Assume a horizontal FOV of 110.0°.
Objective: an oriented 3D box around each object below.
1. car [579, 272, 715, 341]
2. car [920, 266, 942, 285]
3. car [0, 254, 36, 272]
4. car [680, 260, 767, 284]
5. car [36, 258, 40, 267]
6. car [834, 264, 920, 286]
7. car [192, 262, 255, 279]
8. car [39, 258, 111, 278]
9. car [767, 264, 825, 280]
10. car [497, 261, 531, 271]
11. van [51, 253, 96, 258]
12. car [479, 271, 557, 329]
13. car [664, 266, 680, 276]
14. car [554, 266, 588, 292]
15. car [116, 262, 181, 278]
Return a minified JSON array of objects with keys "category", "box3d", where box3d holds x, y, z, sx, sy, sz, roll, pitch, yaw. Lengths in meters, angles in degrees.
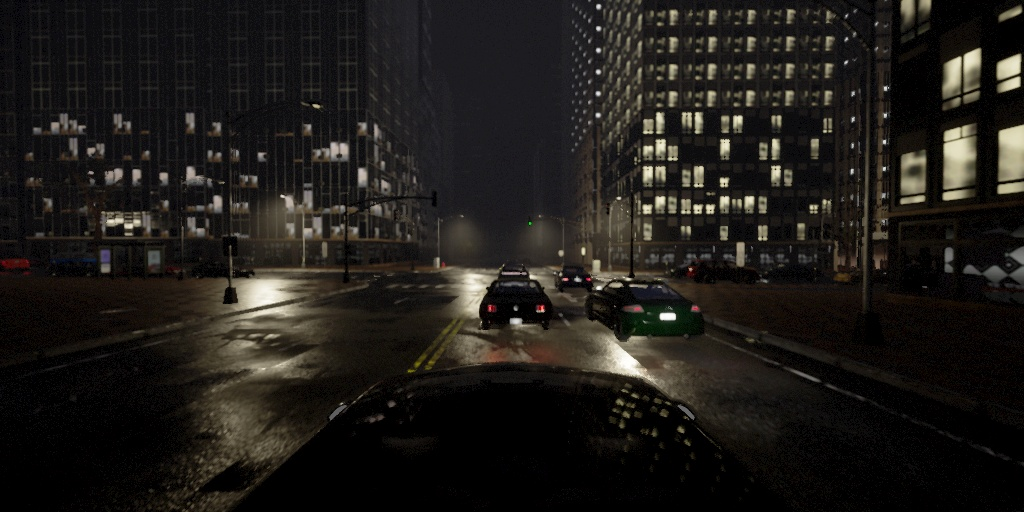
[{"category":"car","box3d":[3.366,1.299,9.882,1.994,1.385,4.181,0,0,-2]},{"category":"car","box3d":[33.122,1.657,27.422,4.207,1.307,1.802,0,0,1]},{"category":"car","box3d":[-50.035,0.574,34.733,4.553,1.767,2.097,1,1,1]},{"category":"car","box3d":[16.204,1.240,27.720,5.009,1.841,2.192,0,0,1]},{"category":"car","box3d":[-50.955,0.750,37.360,4.207,1.307,1.802,0,0,1]},{"category":"car","box3d":[27.652,1.551,27.518,4.829,1.417,1.751,0,0,1]},{"category":"car","box3d":[-22.721,1.143,28.265,4.313,1.339,1.948,0,0,1]},{"category":"car","box3d":[-34.086,1.037,28.577,4.313,1.339,1.948,0,0,1]},{"category":"car","box3d":[25.737,1.457,33.326,5.357,1.411,2.033,1,1,1]},{"category":"car","box3d":[0.113,1.230,22.495,2.128,1.511,4.902,0,-1,0]},{"category":"van","box3d":[-45.273,0.562,37.242,3.998,1.789,1.690,0,0,1]},{"category":"car","box3d":[0.105,1.335,11.182,1.895,1.301,4.718,0,0,0]},{"category":"car","box3d":[16.455,1.391,33.494,4.181,1.385,1.994,1,1,1]},{"category":"car","box3d":[3.550,1.267,21.151,2.033,1.411,5.357,0,0,4]},{"category":"car","box3d":[-28.405,1.106,28.401,4.207,1.307,1.802,0,0,1]}]
